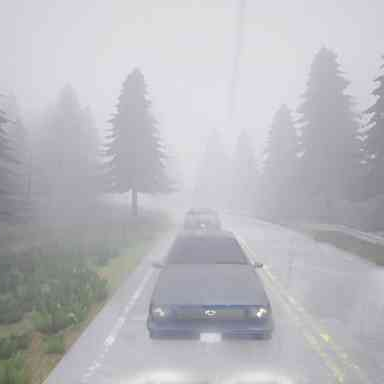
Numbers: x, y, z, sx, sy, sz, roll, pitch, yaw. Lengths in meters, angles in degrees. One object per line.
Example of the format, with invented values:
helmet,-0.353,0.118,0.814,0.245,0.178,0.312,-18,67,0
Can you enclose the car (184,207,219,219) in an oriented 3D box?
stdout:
car,0.532,1.584,19.436,1.994,1.385,4.181,0,0,-2

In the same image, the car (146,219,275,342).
car,0.308,1.558,7.103,2.033,1.411,5.357,0,0,1
